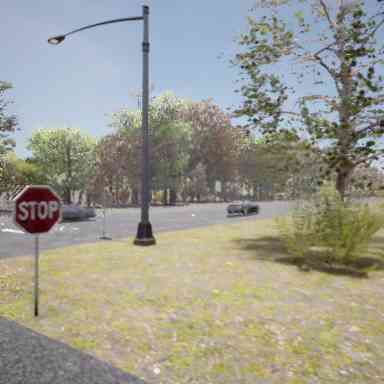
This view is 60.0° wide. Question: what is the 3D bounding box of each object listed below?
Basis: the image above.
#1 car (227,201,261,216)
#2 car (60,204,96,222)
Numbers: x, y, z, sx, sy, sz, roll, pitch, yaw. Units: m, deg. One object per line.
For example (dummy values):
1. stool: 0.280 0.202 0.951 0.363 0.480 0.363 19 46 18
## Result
1. car: 5.391 1.635 34.145 2.128 1.511 4.902 0 0 36
2. car: -9.869 1.620 25.083 2.033 1.411 5.357 0 0 36
